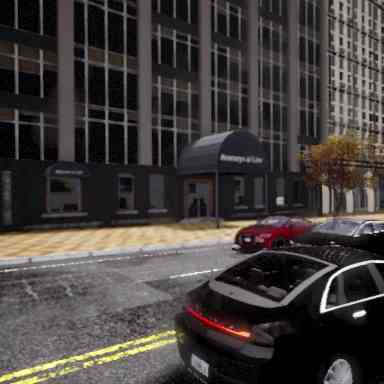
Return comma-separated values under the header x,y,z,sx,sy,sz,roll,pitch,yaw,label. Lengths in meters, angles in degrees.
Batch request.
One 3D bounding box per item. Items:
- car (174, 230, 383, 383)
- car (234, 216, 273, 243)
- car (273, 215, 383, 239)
x,y,z,sx,sy,sz,roll,pitch,yaw,label
2.071,1.561,4.824,4.892,1.490,1.837,1,-1,-35,car
3.820,1.713,14.196,4.181,1.385,1.994,1,-1,-35,car
5.316,1.627,11.279,4.902,1.511,2.128,1,-1,-35,car
